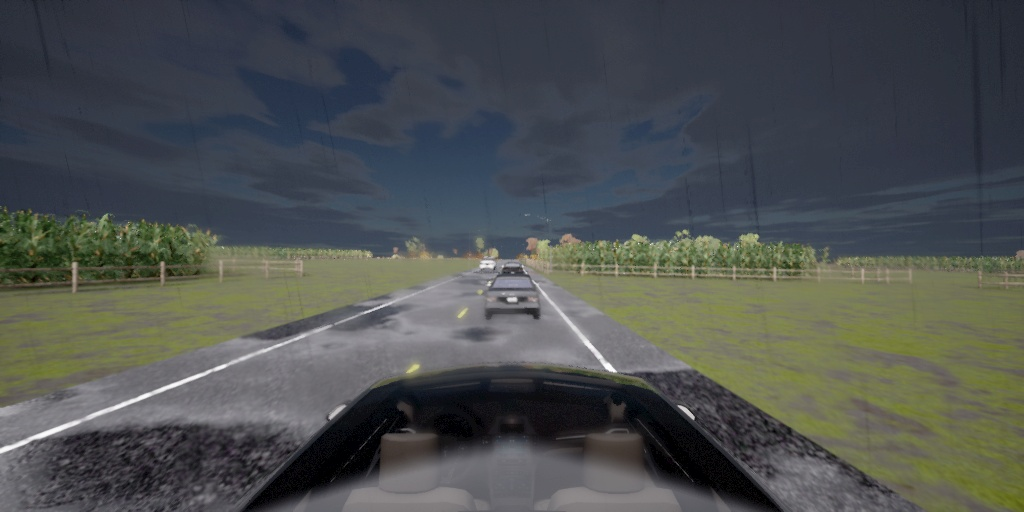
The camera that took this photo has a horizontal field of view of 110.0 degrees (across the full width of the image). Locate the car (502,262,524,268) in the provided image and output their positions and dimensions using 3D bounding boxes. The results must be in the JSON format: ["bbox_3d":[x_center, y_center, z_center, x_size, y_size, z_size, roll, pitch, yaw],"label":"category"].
[{"bbox_3d":[0.073,1.324,33.462,1.882,1.535,5.008,0,0,0],"label":"car"}]

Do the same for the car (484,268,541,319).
[{"bbox_3d":[0.042,1.332,12.964,2.033,1.411,5.357,0,0,1],"label":"car"}]

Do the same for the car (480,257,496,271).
[{"bbox_3d":[-3.589,1.126,53.980,2.150,2.045,5.566,0,0,0],"label":"car"}]
